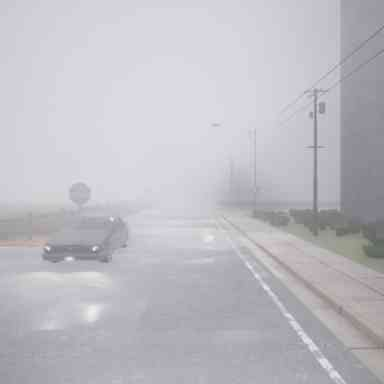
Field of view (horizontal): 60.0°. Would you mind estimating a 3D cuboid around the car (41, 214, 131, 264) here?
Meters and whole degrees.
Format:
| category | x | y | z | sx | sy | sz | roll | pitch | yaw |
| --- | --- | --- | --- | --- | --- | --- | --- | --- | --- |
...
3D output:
| category | x | y | z | sx | sy | sz | roll | pitch | yaw |
| --- | --- | --- | --- | --- | --- | --- | --- | --- | --- |
| car | -3.507 | 1.537 | 12.204 | 2.033 | 1.411 | 5.357 | 0 | 0 | 0 |
